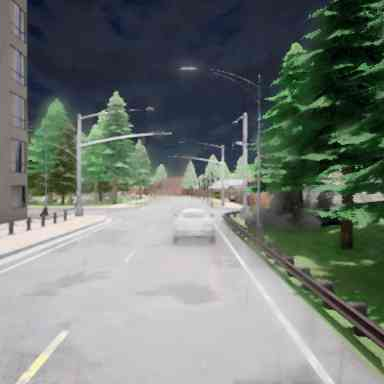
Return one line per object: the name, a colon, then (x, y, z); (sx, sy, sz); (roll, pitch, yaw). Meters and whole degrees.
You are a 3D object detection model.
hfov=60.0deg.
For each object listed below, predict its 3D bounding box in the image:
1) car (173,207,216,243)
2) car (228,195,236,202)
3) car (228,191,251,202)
car: (0.094, 1.440, 15.521); (1.812, 1.442, 4.674); (0, 0, 0)
car: (8.820, 0.834, 56.662); (4.605, 1.855, 1.932); (0, 0, -1)
car: (8.404, 0.823, 59.172); (3.866, 1.878, 1.905); (0, 0, -1)
